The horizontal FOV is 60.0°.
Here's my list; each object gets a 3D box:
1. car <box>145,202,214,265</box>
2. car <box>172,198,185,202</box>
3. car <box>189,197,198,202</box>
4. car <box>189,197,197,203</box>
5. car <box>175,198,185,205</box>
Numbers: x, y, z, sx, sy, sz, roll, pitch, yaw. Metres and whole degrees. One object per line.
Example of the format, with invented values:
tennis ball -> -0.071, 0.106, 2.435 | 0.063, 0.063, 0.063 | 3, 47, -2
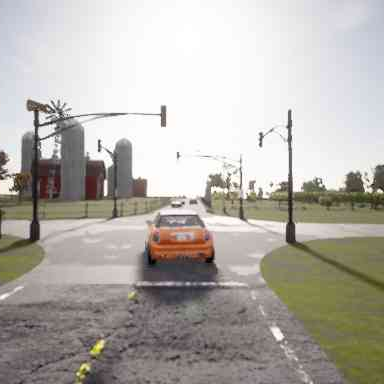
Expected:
car -> -0.607, 1.425, 12.184 | 2.097, 1.767, 4.553 | 0, 0, -8
car -> -2.597, 1.902, 56.612 | 2.033, 1.411, 5.357 | 0, 0, 1
car -> 0.305, 1.993, 74.465 | 1.812, 1.442, 4.674 | 0, 0, 0
car -> 0.362, 1.932, 84.473 | 1.994, 1.385, 4.181 | 0, 0, 0
car -> -2.459, 2.012, 71.940 | 1.994, 1.385, 4.181 | 0, 0, 0
